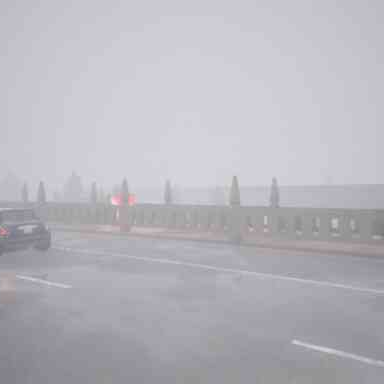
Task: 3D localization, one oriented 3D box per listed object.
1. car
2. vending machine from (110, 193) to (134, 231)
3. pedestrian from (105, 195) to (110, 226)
[{"bbox_3d":[-7.403,1.329,12.248,4.553,1.767,2.097,0,0,28],"label":"car"},{"bbox_3d":[-4.108,1.141,19.539,0.880,2.100,1.100,0,0,28],"label":"vending machine"},{"bbox_3d":[-4.976,1.088,19.984,0.375,1.860,0.375,0,0,27],"label":"pedestrian"}]
